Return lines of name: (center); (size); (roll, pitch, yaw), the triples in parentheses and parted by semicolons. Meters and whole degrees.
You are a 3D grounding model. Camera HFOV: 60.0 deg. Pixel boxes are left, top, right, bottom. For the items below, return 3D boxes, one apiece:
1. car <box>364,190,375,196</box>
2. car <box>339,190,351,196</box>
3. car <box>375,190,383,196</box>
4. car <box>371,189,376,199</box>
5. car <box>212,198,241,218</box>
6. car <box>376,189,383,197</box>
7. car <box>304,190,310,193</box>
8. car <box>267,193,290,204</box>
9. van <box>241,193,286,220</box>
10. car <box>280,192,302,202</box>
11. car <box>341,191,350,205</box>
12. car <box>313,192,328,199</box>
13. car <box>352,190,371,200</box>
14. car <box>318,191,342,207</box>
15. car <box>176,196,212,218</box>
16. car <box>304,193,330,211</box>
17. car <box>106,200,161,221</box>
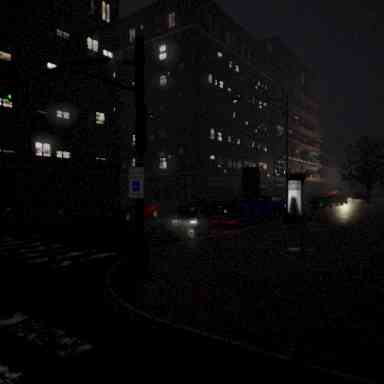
car: (43.934, 0.204, 82.294); (1.994, 1.385, 4.181); (0, 1, 36)
car: (38.542, 0.261, 83.875); (2.008, 1.369, 4.403); (1, 1, 36)
car: (44.826, 0.305, 79.117); (1.802, 1.307, 4.206); (1, 1, 36)
car: (31.677, 0.581, 60.726); (1.887, 1.381, 4.507); (1, 1, 36)
car: (3.795, 1.170, 26.159); (1.812, 1.442, 4.674); (0, 1, 36)
car: (41.539, 0.346, 74.518); (1.887, 1.381, 4.507); (1, 1, 36)
car: (13.939, 0.824, 45.136); (1.882, 1.535, 5.008); (0, 1, 36)
car: (12.270, 0.916, 47.134); (1.802, 1.307, 4.206); (1, 1, 36)
van: (5.378, 1.000, 23.940); (1.690, 1.788, 3.998); (1, 1, 36)
car: (15.456, 0.784, 51.587); (1.752, 1.417, 4.829); (1, 1, 36)
car: (18.527, 0.914, 42.335); (1.947, 1.339, 4.313); (1, 1, 36)
car: (25.406, 0.605, 65.505); (1.802, 1.307, 4.206); (1, 1, 36)
car: (28.390, 0.554, 56.126); (1.967, 1.590, 4.097); (1, 1, 36)
car: (15.240, 0.970, 37.737); (1.887, 1.381, 4.507); (1, 1, 36)
car: (0.715, 1.135, 26.751); (1.882, 1.535, 5.008); (0, 1, 36)
car: (11.952, 1.069, 33.140); (1.947, 1.339, 4.313); (1, 1, 36)
car: (-4.150, 1.267, 24.169); (1.887, 1.381, 4.507); (1, 1, 36)
